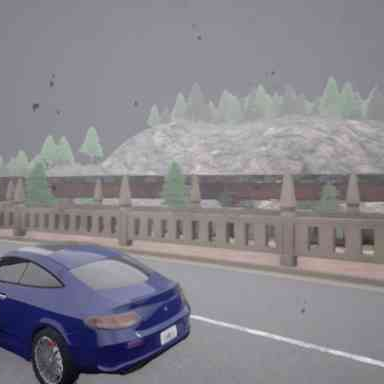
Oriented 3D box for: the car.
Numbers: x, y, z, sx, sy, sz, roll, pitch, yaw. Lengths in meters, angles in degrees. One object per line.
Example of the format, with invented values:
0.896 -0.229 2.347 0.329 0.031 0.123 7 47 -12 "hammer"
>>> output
-2.201 1.515 5.179 4.674 1.442 1.812 0 0 33 "car"
